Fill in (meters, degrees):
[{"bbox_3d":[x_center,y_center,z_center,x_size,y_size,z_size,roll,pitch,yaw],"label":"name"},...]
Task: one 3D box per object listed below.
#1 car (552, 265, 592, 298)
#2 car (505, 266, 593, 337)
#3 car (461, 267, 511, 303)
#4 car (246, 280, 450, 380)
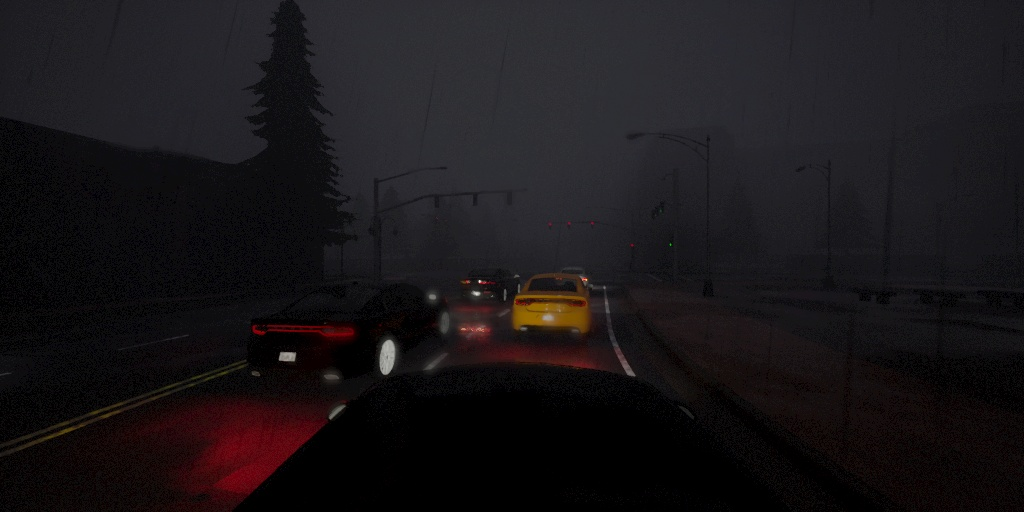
[{"bbox_3d":[3.370,1.274,19.428,1.812,1.442,4.674,0,0,14],"label":"car"},{"bbox_3d":[1.301,1.228,10.398,1.882,1.535,5.008,0,0,11],"label":"car"},{"bbox_3d":[-0.859,1.255,16.672,1.837,1.490,4.892,0,0,13],"label":"car"},{"bbox_3d":[-2.764,1.228,7.368,1.882,1.535,5.008,0,0,7],"label":"car"}]
